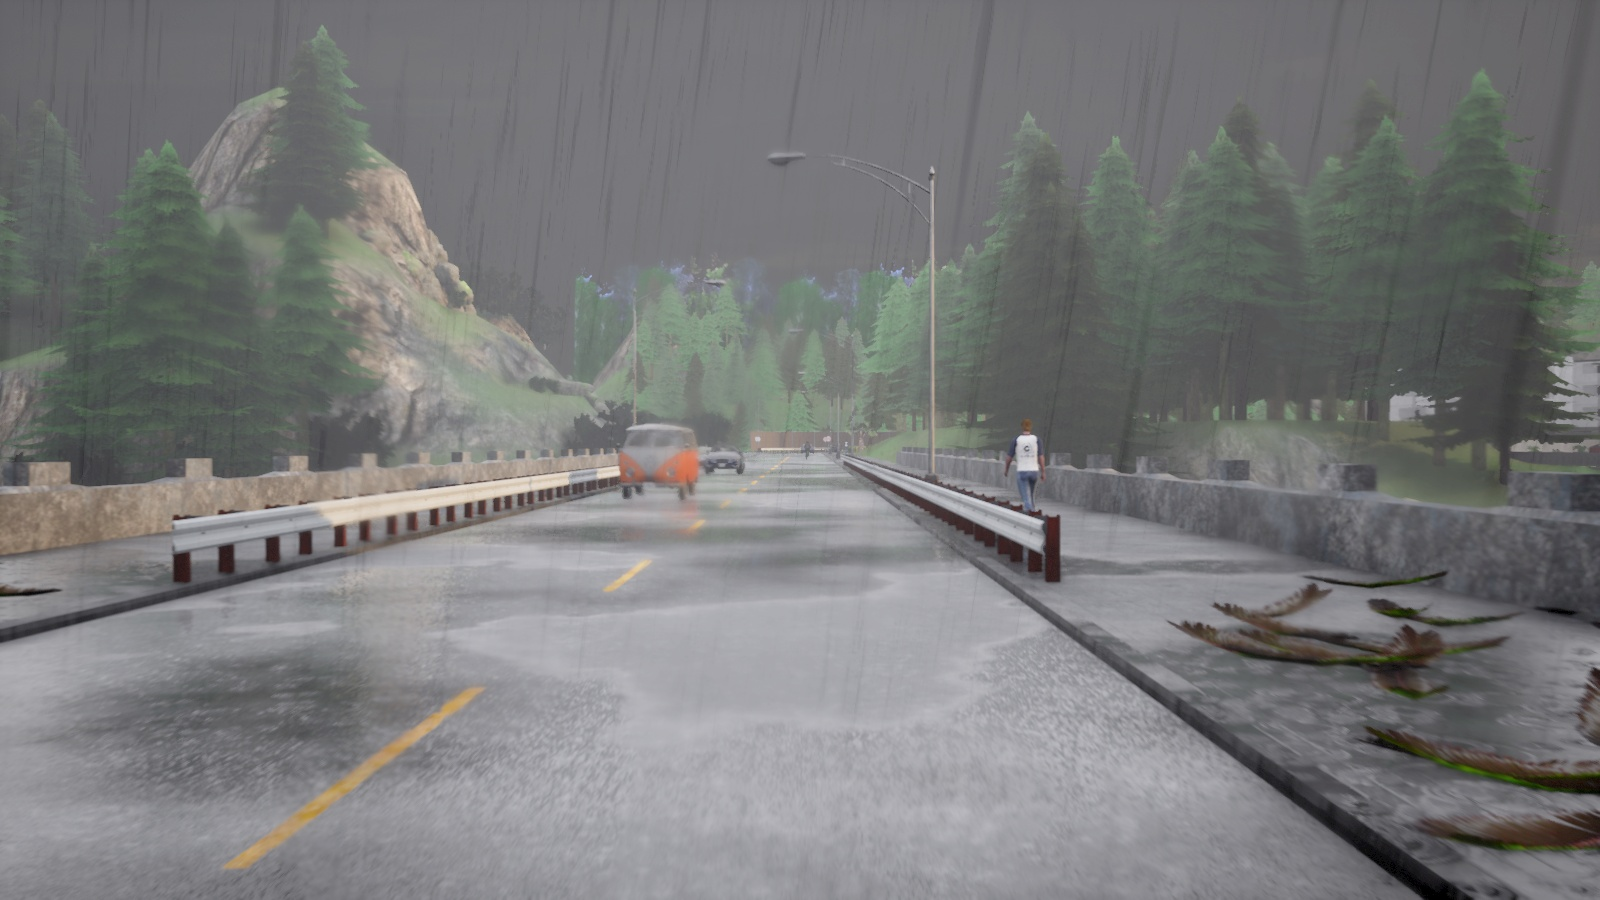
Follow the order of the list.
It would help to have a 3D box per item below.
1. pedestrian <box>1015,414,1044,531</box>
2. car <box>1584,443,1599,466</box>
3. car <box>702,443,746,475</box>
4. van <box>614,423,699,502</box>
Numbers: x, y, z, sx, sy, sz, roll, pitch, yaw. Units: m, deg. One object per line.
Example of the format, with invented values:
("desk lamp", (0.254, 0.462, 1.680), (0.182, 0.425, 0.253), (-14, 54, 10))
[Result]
("pedestrian", (3.636, 0.347, 19.945), (0.354, 1.836, 0.706), (0, 0, 3))
("car", (54.062, 0.271, 82.720), (2.007, 1.525, 4.514), (0, 0, 0))
("car", (-3.625, 0.416, 60.498), (1.816, 1.474, 4.193), (0, 0, 0))
("van", (-3.784, 0.306, 33.766), (1.775, 1.987, 4.442), (0, 0, 0))
